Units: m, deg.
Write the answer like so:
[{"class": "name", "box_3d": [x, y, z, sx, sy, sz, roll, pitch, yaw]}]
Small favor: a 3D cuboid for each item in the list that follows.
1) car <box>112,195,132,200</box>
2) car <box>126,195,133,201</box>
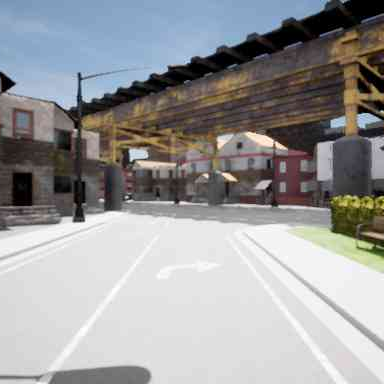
[{"class": "car", "box_3d": [-16.738, 1.290, 79.613, 4.536, 1.218, 1.853, 0, 0, -15]}, {"class": "car", "box_3d": [-16.789, 1.448, 79.599, 4.974, 1.542, 2.038, 0, 0, -15]}]
